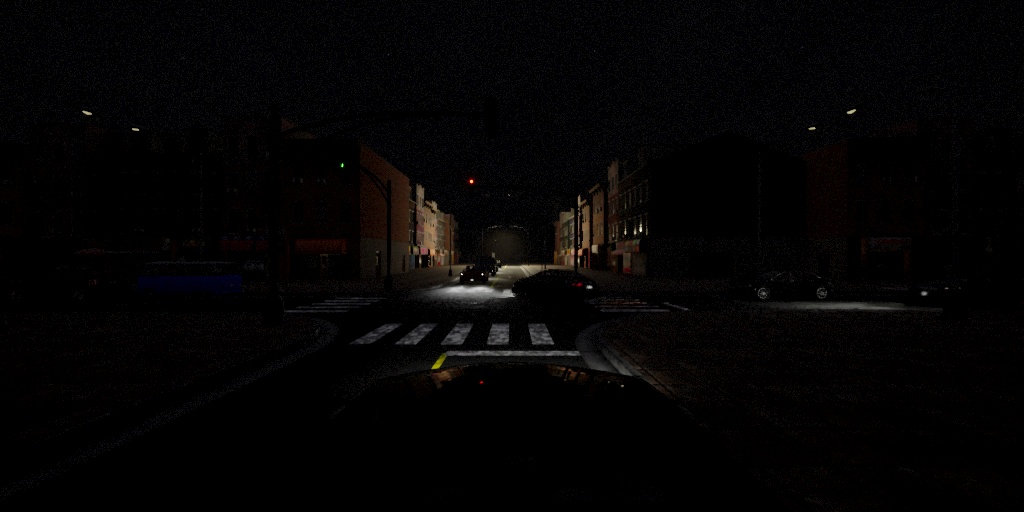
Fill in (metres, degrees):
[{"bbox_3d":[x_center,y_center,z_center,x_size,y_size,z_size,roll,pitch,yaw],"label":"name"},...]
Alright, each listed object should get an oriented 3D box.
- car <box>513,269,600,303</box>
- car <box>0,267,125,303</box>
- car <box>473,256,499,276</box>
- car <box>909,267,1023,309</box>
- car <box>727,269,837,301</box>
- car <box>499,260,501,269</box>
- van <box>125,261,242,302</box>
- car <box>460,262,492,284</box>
[{"bbox_3d":[1.965,1.316,16.775,1.994,1.385,4.181,-1,0,-44],"label":"car"},{"bbox_3d":[-20.186,1.239,16.397,4.097,1.591,1.967,0,0,0],"label":"car"},{"bbox_3d":[-2.774,0.993,37.161,2.150,2.045,5.566,0,0,0],"label":"car"},{"bbox_3d":[18.498,1.194,13.959,4.902,1.511,2.128,0,0,0],"label":"car"},{"bbox_3d":[12.291,1.267,16.480,4.403,1.370,2.007,0,0,0],"label":"car"},{"bbox_3d":[-2.742,1.284,47.310,1.837,1.490,4.892,0,0,0],"label":"car"},{"bbox_3d":[-14.711,1.124,16.411,3.998,1.789,1.690,0,0,0],"label":"van"},{"bbox_3d":[-2.794,1.365,27.295,1.895,1.301,4.718,0,0,0],"label":"car"}]
